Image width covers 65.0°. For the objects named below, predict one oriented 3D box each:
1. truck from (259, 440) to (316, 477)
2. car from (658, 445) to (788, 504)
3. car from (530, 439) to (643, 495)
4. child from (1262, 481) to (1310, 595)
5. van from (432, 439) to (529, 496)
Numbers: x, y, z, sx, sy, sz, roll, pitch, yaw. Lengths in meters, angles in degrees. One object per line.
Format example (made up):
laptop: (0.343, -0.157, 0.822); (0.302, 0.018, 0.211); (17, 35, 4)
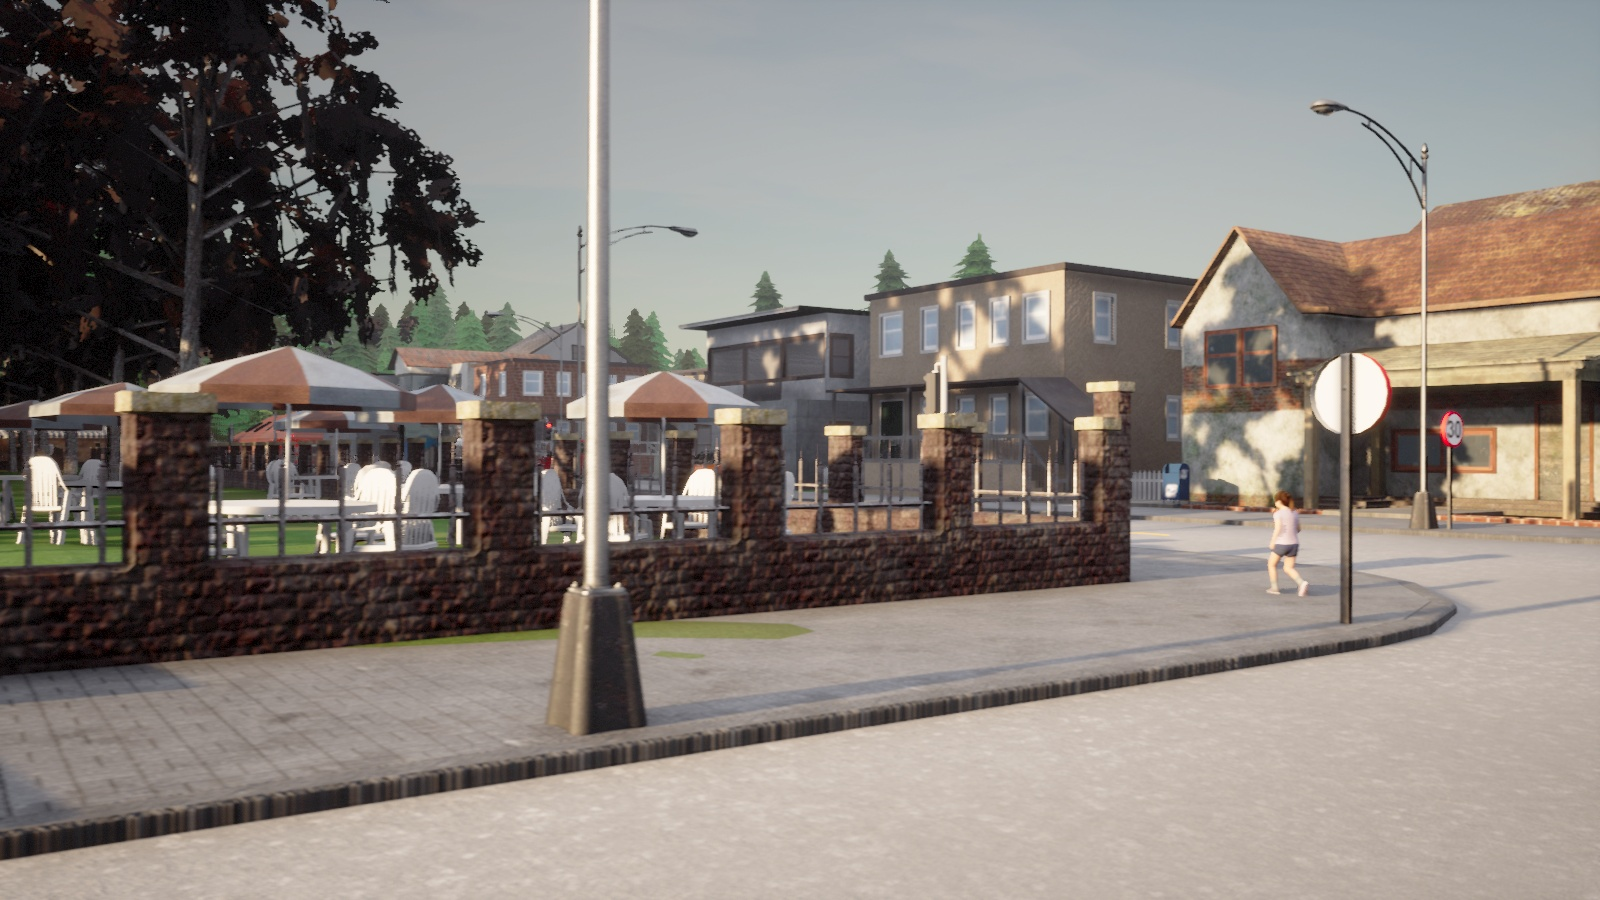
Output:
truck: (-36.201, 0.592, 88.657); (2.627, 2.467, 5.204); (0, 0, -35)
car: (-2.555, 0.747, 40.512); (2.097, 1.767, 4.553); (0, 0, -35)
car: (-8.371, 0.640, 48.835); (2.150, 2.045, 5.566); (0, 0, -35)
child: (4.871, 0.875, 12.594); (0.255, 1.110, 0.394); (0, 0, -17)
van: (-12.001, 0.641, 47.045); (2.069, 2.038, 4.480); (0, 0, -35)
